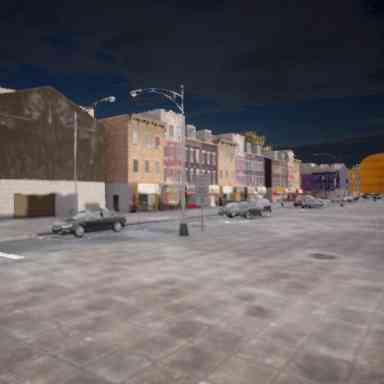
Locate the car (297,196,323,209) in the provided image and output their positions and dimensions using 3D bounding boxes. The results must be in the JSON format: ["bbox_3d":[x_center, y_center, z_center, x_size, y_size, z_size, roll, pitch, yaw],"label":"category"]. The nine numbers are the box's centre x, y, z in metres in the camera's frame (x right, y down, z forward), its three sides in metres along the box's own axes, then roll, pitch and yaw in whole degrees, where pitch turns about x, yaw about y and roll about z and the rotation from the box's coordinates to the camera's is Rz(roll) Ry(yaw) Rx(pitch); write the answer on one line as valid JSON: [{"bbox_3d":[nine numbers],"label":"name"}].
[{"bbox_3d":[16.295,1.637,45.200,1.994,1.385,4.181,-1,0,35],"label":"car"}]

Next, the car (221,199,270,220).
[{"bbox_3d":[4.743,1.569,29.004,1.837,1.490,4.892,-1,0,35],"label":"car"}]

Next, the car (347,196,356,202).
[{"bbox_3d":[36.814,1.637,78.847,1.752,1.417,4.829,-1,-1,35],"label":"car"}]

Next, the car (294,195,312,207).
[{"bbox_3d":[17.260,1.399,51.145,2.192,1.841,5.009,-1,0,35],"label":"car"}]

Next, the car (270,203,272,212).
[{"bbox_3d":[7.436,1.527,37.224,1.967,1.590,4.097,-1,0,35],"label":"car"}]

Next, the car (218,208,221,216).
[{"bbox_3d":[4.162,1.671,32.582,1.802,1.307,4.206,-1,0,35],"label":"car"}]

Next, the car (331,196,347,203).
[{"bbox_3d":[30.362,1.659,69.705,1.947,1.339,4.313,-1,-1,35],"label":"car"}]

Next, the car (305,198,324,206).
[{"bbox_3d":[20.538,1.649,55.785,1.947,1.339,4.313,-1,0,35],"label":"car"}]

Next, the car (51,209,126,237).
[{"bbox_3d":[-5.662,1.664,18.662,2.008,1.369,4.403,-1,0,35],"label":"car"}]
